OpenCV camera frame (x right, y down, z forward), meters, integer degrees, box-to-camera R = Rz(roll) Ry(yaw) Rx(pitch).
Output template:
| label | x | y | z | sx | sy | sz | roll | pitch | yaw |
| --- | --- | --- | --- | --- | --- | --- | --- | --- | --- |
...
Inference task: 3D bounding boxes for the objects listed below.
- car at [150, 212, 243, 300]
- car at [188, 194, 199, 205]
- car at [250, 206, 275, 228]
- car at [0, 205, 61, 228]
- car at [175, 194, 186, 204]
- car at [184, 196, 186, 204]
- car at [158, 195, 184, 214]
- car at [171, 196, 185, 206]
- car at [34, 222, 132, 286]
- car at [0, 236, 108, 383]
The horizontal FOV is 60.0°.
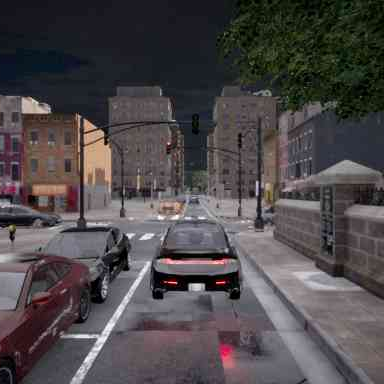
| label | x | y | z | sx | sy | sz | roll | pitch | yaw |
| --- | --- | --- | --- | --- | --- | --- | --- | --- | --- |
| car | 0.093 | 1.491 | 8.386 | 2.128 | 1.511 | 4.902 | 0 | 0 | 0 |
| car | 0.343 | 1.509 | 60.418 | 1.812 | 1.442 | 4.674 | 0 | 0 | 0 |
| car | 6.205 | 1.539 | 21.164 | 4.718 | 1.301 | 1.895 | 0 | 0 | 0 |
| car | -10.879 | 1.605 | 21.154 | 4.892 | 1.490 | 1.837 | -1 | 0 | -1 |
| car | -2.203 | 1.335 | 65.082 | 2.097 | 1.767 | 4.553 | 0 | 0 | 1 |
| car | -2.253 | 1.553 | 44.733 | 1.994 | 1.385 | 4.181 | 0 | 0 | 0 |
| car | -2.286 | 1.343 | 34.782 | 2.097 | 1.767 | 4.553 | 0 | 0 | 1 |
| car | -2.243 | 1.478 | 55.077 | 2.128 | 1.511 | 4.902 | 0 | 0 | 0 |
| car | -2.629 | 1.565 | 8.207 | 1.947 | 1.339 | 4.313 | 0 | 0 | 0 |
| car | -2.632 | 1.582 | 4.545 | 1.802 | 1.307 | 4.206 | 0 | 0 | 0 |
